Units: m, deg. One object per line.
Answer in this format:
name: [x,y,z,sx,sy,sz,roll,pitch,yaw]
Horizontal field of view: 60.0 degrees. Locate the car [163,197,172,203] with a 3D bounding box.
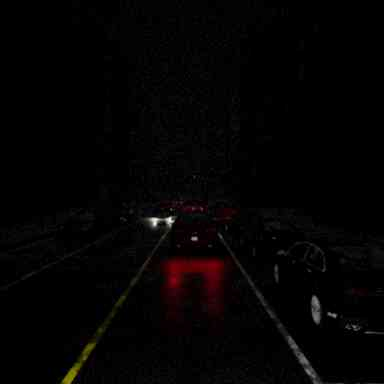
car: [-6.189,2.030,83.886,1.967,1.590,4.097,0,0,-1]

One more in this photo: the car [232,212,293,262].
car: [2.860,1.633,12.297,2.008,1.369,4.403,0,0,0]

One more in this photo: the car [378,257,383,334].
car: [2.859,1.450,1.251,1.967,1.590,4.097,0,0,0]

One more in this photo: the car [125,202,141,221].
car: [-5.664,1.630,28.864,1.967,1.590,4.097,0,0,0]

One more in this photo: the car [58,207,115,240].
car: [-5.665,1.700,17.813,1.802,1.307,4.206,0,0,0]

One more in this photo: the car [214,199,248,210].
car: [2.862,1.470,23.346,2.192,1.841,5.009,0,0,0]

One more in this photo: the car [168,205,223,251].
car: [0.096,1.575,14.740,1.882,1.535,5.008,0,0,0]

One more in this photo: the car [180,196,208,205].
car: [0.103,1.561,31.647,2.097,1.767,4.553,0,0,0]

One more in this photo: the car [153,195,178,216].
car: [-2.996,1.376,36.633,2.150,2.045,5.566,0,0,0]

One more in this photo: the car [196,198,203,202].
car: [2.087,2.265,95.366,1.802,1.307,4.206,0,-1,-1]

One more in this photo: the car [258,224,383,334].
car: [2.860,1.597,6.773,2.008,1.369,4.403,0,0,0]

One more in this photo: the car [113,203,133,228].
car: [-5.665,1.720,23.338,1.947,1.339,4.313,0,0,0]

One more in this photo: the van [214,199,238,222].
van: [2.862,1.532,28.869,1.690,1.788,3.998,0,0,0]

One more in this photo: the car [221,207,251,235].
car: [2.861,1.684,17.820,1.947,1.339,4.313,0,0,0]

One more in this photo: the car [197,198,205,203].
car: [2.334,2.174,84.063,1.802,1.307,4.206,0,0,-1]
